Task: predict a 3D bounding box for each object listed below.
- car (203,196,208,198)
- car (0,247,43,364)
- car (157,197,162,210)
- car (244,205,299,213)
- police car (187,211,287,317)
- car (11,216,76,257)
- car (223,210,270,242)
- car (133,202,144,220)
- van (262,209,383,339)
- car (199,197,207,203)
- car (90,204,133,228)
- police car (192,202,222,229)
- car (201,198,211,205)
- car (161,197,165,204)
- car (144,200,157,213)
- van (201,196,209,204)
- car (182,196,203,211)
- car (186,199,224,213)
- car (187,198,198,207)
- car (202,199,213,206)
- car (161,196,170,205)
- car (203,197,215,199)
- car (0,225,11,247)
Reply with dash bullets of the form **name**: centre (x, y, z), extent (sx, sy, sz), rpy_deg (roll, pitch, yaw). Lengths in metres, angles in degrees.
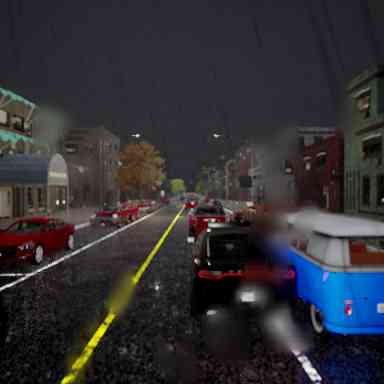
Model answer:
- **car**: centre (2.767, 1.614, 50.837), extent (2.192, 1.841, 5.009), rpy_deg (-1, 0, 0)
- **car**: centre (-3.095, 1.505, 1.992), extent (2.128, 1.511, 4.902), rpy_deg (0, 0, 0)
- **car**: centre (-5.620, 1.821, 45.298), extent (2.008, 1.369, 4.403), rpy_deg (-1, 0, 0)
- **car**: centre (2.706, 1.386, 11.999), extent (2.192, 1.841, 5.009), rpy_deg (-1, 0, 0)
- **police car**: centre (0.914, 1.472, 7.841), extent (1.930, 1.638, 5.238), rpy_deg (0, 0, 0)
- **car**: centre (-5.672, 1.619, 12.009), extent (1.887, 1.381, 4.507), rpy_deg (-1, 0, 0)
- **car**: centre (2.717, 1.686, 17.545), extent (1.802, 1.307, 4.206), rpy_deg (-1, 0, 0)
- **car**: centre (-5.646, 1.717, 28.653), extent (1.887, 1.381, 4.507), rpy_deg (-1, 0, 0)
- **van**: centre (2.697, 1.379, 6.450), extent (1.690, 1.788, 3.998), rpy_deg (-1, 0, 0)
- **car**: centre (2.822, 2.019, 84.295), extent (1.752, 1.417, 4.829), rpy_deg (-1, 0, 0)
- **car**: centre (-5.656, 1.580, 23.106), extent (1.967, 1.590, 4.097), rpy_deg (-1, 0, 0)
- **police car**: centre (0.939, 1.567, 23.841), extent (1.930, 1.638, 5.238), rpy_deg (0, 0, 0)
- **car**: centre (2.796, 1.923, 67.650), extent (1.752, 1.417, 4.829), rpy_deg (-1, 0, 0)
- **car**: centre (-5.611, 1.885, 50.846), extent (1.802, 1.307, 4.206), rpy_deg (-1, 0, 0)
- **car**: centre (-5.628, 1.819, 39.749), extent (1.802, 1.307, 4.206), rpy_deg (-1, 0, 0)
- **van**: centre (2.802, 1.769, 73.029), extent (1.690, 1.788, 3.998), rpy_deg (-1, 0, 0)
- **car**: centre (0.104, 1.626, 46.317), extent (2.097, 1.767, 4.553), rpy_deg (0, 0, 1)
- **car**: centre (0.866, 1.457, 17.689), extent (2.097, 1.767, 4.553), rpy_deg (0, 0, -1)
- **car**: centre (0.097, 1.900, 59.727), extent (2.033, 1.411, 5.357), rpy_deg (0, 0, 0)
- **car**: centre (2.787, 1.946, 61.931), extent (1.802, 1.307, 4.206), rpy_deg (-1, 0, 0)
- **car**: centre (-5.587, 1.715, 67.492), extent (2.192, 1.841, 5.009), rpy_deg (-1, 0, 0)
- **car**: centre (2.762, 1.793, 45.456), extent (1.752, 1.417, 4.829), rpy_deg (-1, 0, 0)
- **car**: centre (-5.682, 1.482, 6.461), extent (1.967, 1.590, 4.097), rpy_deg (-1, 0, 0)
